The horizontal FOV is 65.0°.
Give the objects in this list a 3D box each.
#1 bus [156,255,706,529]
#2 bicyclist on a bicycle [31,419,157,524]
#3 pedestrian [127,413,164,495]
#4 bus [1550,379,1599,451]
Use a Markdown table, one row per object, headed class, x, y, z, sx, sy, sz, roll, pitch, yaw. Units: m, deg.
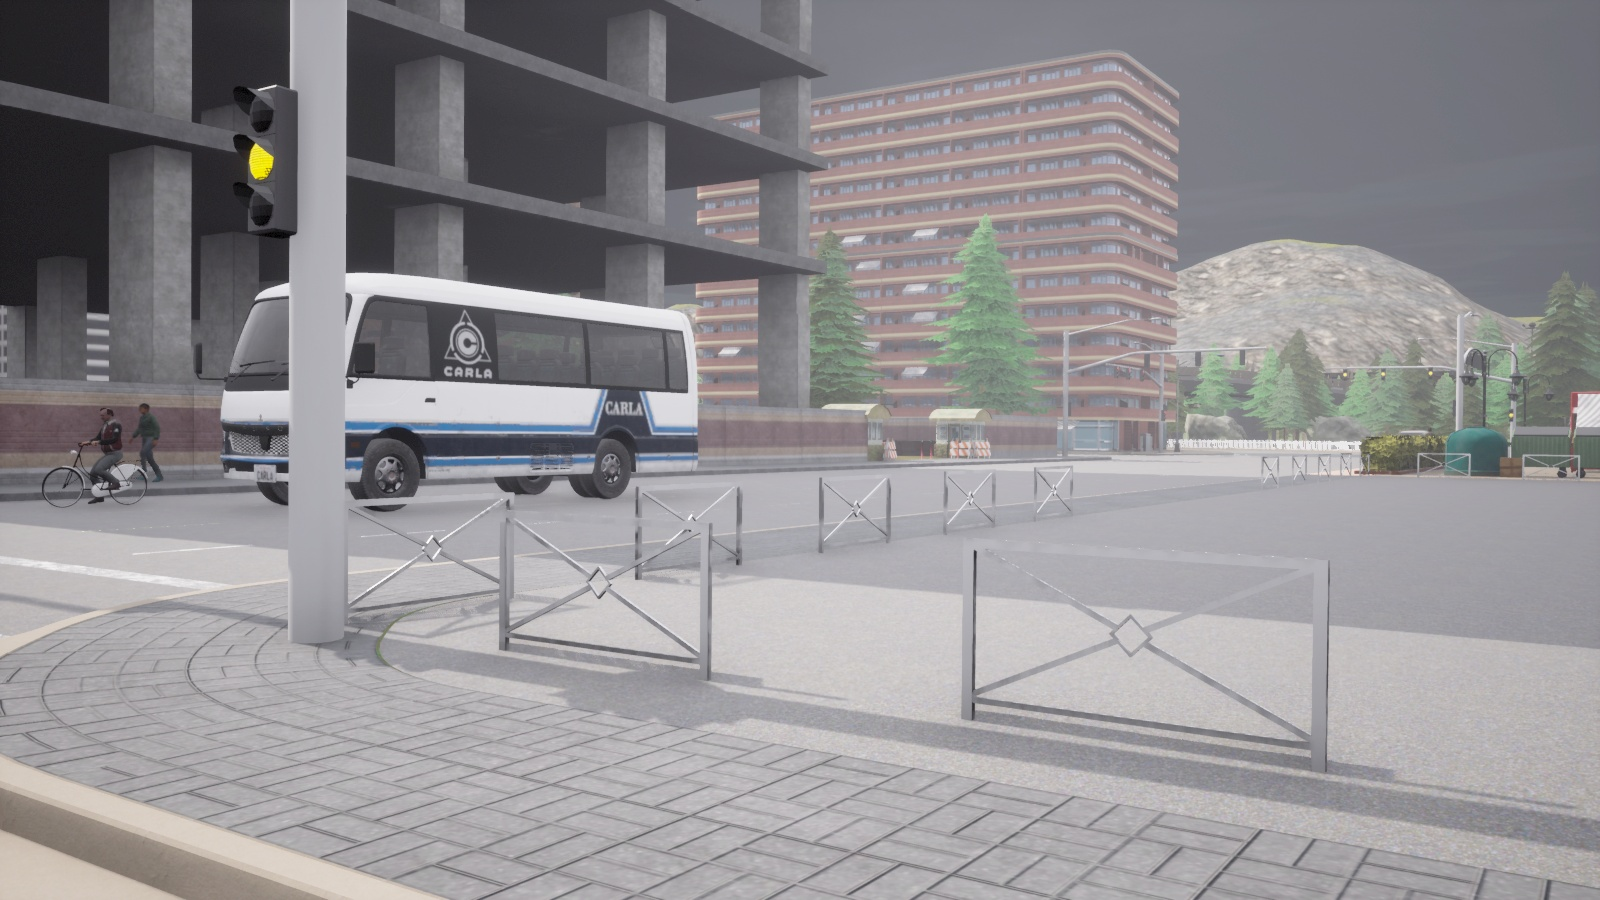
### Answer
| class | x | y | z | sx | sy | sz | roll | pitch | yaw |
| --- | --- | --- | --- | --- | --- | --- | --- | --- | --- |
| bus | -6.591 | -0.980 | 24.827 | 3.944 | 4.253 | 10.273 | 0 | 1 | 33 |
| bicyclist on a bicycle | -12.481 | 0.356 | 22.252 | 0.659 | 1.776 | 1.843 | 0 | 1 | 33 |
| pedestrian | -14.838 | 0.084 | 28.463 | 0.353 | 1.847 | 0.614 | 0 | 1 | 34 |
| bus | 50.596 | -2.120 | 74.497 | 10.273 | 4.253 | 3.944 | 0 | 1 | 34 |
